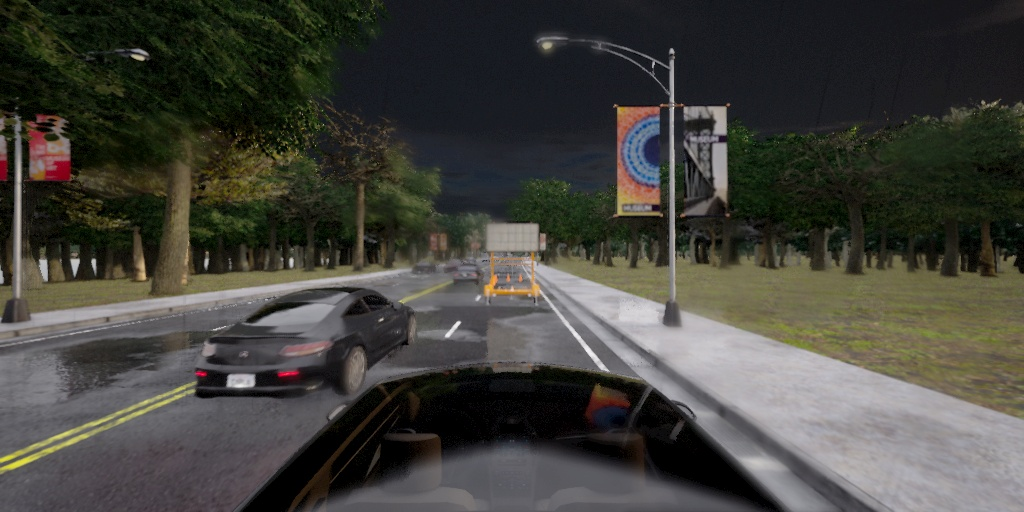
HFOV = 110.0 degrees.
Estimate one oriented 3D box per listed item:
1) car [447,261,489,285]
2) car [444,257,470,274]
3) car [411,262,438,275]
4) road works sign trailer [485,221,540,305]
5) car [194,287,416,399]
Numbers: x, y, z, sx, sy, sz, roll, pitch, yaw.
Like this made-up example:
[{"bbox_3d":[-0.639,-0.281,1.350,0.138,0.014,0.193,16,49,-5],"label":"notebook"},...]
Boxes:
[{"bbox_3d":[-3.079,1.333,26.219,2.033,1.411,5.357,0,0,0],"label":"car"},{"bbox_3d":[-6.420,1.139,40.941,2.097,1.767,4.553,0,0,1],"label":"car"},{"bbox_3d":[-9.684,1.335,40.138,2.033,1.411,5.357,0,0,0],"label":"car"},{"bbox_3d":[0.023,0.240,16.061,2.380,3.560,2.880,0,0,0],"label":"road works sign trailer"},{"bbox_3d":[-3.132,1.286,6.459,1.812,1.442,4.674,0,0,0],"label":"car"}]
